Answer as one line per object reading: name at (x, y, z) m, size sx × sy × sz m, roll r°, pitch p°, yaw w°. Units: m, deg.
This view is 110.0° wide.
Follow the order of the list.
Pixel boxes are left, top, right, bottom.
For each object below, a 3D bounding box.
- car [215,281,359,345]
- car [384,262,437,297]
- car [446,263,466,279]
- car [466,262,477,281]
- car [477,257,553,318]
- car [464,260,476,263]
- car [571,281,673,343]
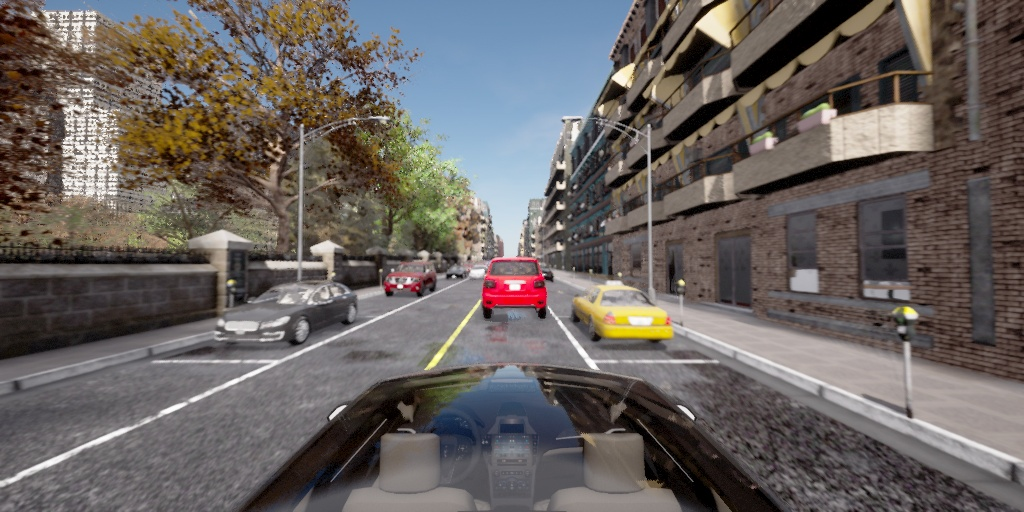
car at (-5.689, 1.380, 9.674) m, size 2.007 × 1.370 × 4.403 m, roll 0°, pitch 0°, yaw 0°
car at (-5.690, 1.253, 20.721) m, size 2.192 × 1.841 × 5.009 m, roll 0°, pitch 0°, yaw 0°
car at (-5.691, 1.668, 37.290) m, size 1.948 × 1.339 × 4.313 m, roll 0°, pitch 0°, yaw 0°
car at (-3.078, 1.607, 35.214) m, size 1.812 × 1.442 × 4.674 m, roll 0°, pitch -1°, yaw 0°
car at (0.096, 1.089, 13.735) m, size 2.150 × 2.045 × 5.566 m, roll 0°, pitch -1°, yaw 0°
car at (-5.692, 1.526, 48.337) m, size 2.192 × 1.841 × 5.009 m, roll 0°, pitch 0°, yaw 0°
car at (2.692, 1.354, 9.845) m, size 1.751 × 1.417 × 4.829 m, roll 0°, pitch 0°, yaw 0°
